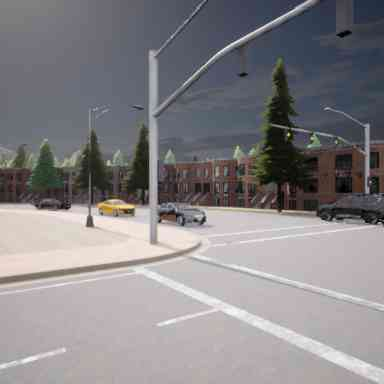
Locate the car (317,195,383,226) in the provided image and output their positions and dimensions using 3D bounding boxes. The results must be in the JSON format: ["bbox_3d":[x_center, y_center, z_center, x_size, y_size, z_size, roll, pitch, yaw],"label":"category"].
[{"bbox_3d":[11.853,1.221,23.947,2.150,2.045,5.566,0,0,-36],"label":"car"}]

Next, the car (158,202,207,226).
[{"bbox_3d":[-0.957,1.491,23.353,2.128,1.511,4.902,0,0,-36],"label":"car"}]

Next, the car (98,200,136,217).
[{"bbox_3d":[-7.183,1.478,31.510,1.882,1.535,5.008,0,0,-40],"label":"car"}]

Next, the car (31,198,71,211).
[{"bbox_3d":[-16.709,1.600,40.019,4.718,1.301,1.895,0,0,31],"label":"car"}]
